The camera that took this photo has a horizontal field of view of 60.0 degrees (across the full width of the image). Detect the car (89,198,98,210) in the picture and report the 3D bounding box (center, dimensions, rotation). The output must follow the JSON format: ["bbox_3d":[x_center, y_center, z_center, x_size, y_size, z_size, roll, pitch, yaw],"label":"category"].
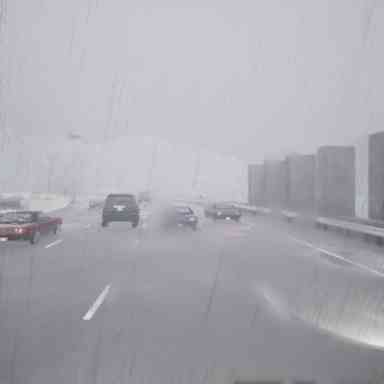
[{"bbox_3d":[-11.280,1.388,39.985,1.895,1.301,4.718,0,0,-13],"label":"car"}]

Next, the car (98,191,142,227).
[{"bbox_3d":[-4.599,1.101,22.023,2.150,2.045,5.566,0,0,-8],"label":"car"}]

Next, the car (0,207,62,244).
[{"bbox_3d":[-7.482,1.527,15.114,1.895,1.301,4.718,0,0,-5],"label":"car"}]

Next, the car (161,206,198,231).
[{"bbox_3d":[-0.862,1.485,19.743,1.895,1.301,4.718,0,0,-6],"label":"car"}]

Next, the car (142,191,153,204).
[{"bbox_3d":[-7.950,0.914,54.760,2.150,2.045,5.566,0,0,-18],"label":"car"}]

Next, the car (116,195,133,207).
[{"bbox_3d":[-9.791,1.229,47.900,2.128,1.511,4.902,0,0,-16],"label":"car"}]

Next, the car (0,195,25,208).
[{"bbox_3d":[-22.861,1.404,41.489,1.895,1.301,4.718,0,0,-14],"label":"car"}]

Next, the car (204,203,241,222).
[{"bbox_3d":[2.107,1.450,24.511,1.895,1.301,4.718,0,0,-8],"label":"car"}]
